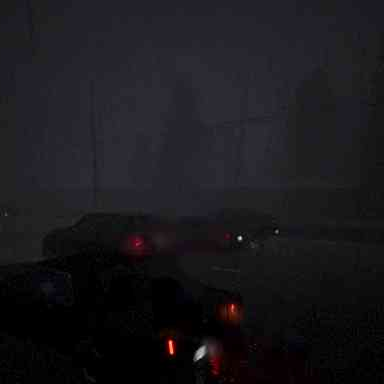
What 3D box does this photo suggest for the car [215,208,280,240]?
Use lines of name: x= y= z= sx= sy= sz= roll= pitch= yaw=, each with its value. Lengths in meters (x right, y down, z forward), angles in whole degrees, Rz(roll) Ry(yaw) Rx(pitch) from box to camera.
car: x=1.668 y=1.492 z=15.699 sx=4.902 sy=1.511 sz=2.128 roll=0 pitch=0 yaw=36

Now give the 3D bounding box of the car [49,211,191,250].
car: x=-2.550 y=1.352 z=10.110 sx=4.553 sy=1.767 sz=2.097 roll=0 pitch=0 yaw=36

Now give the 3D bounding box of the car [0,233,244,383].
car: x=-1.706 y=1.601 z=5.209 sx=4.718 sy=1.301 sz=1.895 roll=0 pitch=0 yaw=36

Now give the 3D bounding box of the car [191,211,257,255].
car: x=0.012 y=1.564 z=12.581 sx=4.181 sy=1.385 sz=1.994 roll=0 pitch=0 yaw=36

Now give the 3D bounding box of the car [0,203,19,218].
car: x=-17.335 y=1.602 z=29.253 sx=4.718 sy=1.301 sz=1.895 roll=0 pitch=0 yaw=36
